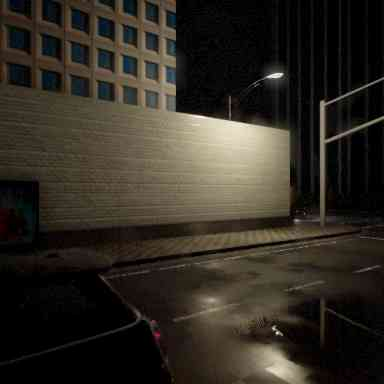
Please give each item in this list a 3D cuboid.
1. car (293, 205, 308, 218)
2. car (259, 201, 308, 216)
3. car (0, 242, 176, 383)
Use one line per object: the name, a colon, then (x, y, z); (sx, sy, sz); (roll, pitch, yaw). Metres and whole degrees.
car: (8.138, 1.581, 29.990); (1.812, 1.442, 4.674); (0, 0, -36)
car: (9.339, 1.656, 34.316); (1.895, 1.301, 4.718); (0, 0, -36)
car: (-2.401, 1.352, 2.274); (4.553, 1.767, 2.097); (0, 0, -36)
